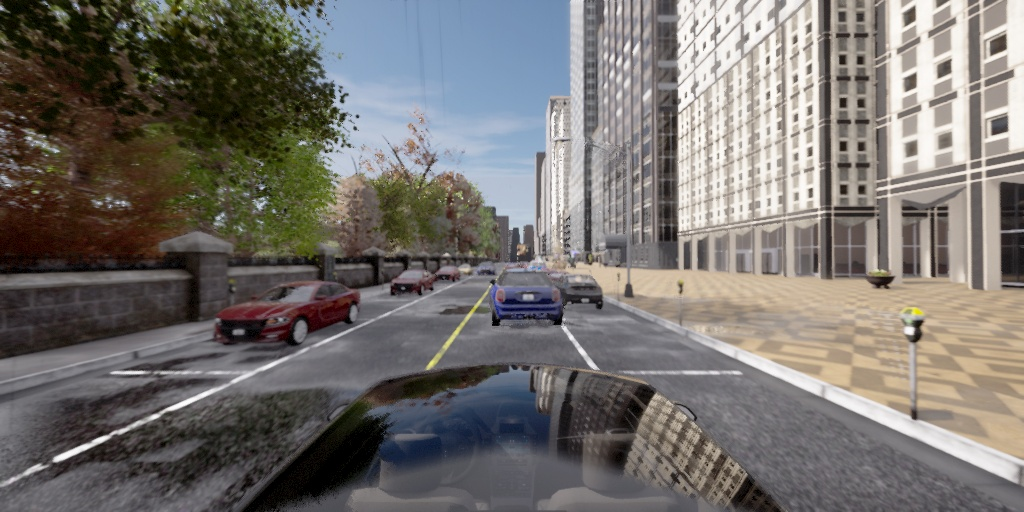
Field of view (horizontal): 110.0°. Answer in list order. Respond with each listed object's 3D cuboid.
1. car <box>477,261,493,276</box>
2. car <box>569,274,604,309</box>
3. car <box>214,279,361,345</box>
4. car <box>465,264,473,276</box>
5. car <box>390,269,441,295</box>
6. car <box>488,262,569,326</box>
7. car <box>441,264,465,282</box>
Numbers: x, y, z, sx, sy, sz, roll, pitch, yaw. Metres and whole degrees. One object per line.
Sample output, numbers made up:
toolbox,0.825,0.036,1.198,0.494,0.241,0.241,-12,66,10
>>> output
car,-3.051,1.476,43.326,2.097,1.767,4.553,0,0,0
car,2.689,1.418,15.340,2.007,1.370,4.403,0,0,0
car,-5.692,1.365,9.708,1.888,1.381,4.507,0,0,0
car,-5.690,1.652,43.331,1.751,1.417,4.829,0,0,0
car,-5.691,1.463,20.973,1.888,1.381,4.507,0,0,0
car,0.321,1.193,12.193,2.097,1.767,4.553,0,0,-4
car,-5.690,1.565,32.236,1.888,1.381,4.507,0,0,0
